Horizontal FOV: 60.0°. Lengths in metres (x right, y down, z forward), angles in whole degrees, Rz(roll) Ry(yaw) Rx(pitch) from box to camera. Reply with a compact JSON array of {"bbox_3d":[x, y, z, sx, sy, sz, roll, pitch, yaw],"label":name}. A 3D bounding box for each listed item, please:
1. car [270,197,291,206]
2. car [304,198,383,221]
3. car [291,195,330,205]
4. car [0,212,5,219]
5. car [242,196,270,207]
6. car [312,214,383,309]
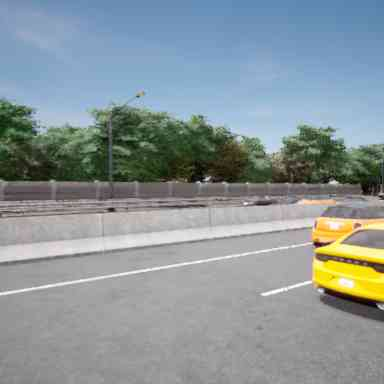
[{"bbox_3d":[11.372,1.314,37.977,4.181,1.385,1.994,-1,0,-36],"label":"car"},{"bbox_3d":[6.776,1.241,13.031,4.553,1.767,2.097,-1,0,-36],"label":"car"},{"bbox_3d":[12.959,1.104,34.810,4.553,1.767,2.097,0,0,-35],"label":"car"},{"bbox_3d":[-14.136,1.564,19.657,5.357,1.411,2.033,-1,0,-35],"label":"car"},{"bbox_3d":[8.157,1.254,39.980,4.902,1.511,2.128,-1,0,-35],"label":"car"},{"bbox_3d":[4.703,1.409,7.240,5.008,1.535,1.882,-1,0,-36],"label":"car"}]
